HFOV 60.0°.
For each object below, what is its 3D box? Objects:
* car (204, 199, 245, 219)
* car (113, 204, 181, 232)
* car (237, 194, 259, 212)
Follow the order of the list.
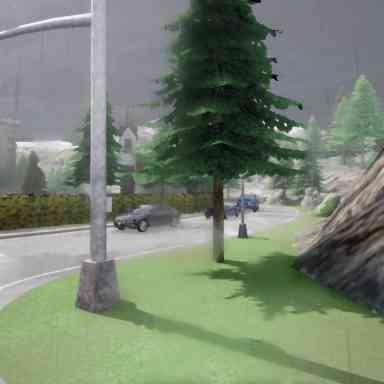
[{"bbox_3d":[2.750,1.601,29.104,1.895,1.301,4.718,0,0,26],"label":"car"},{"bbox_3d":[-2.627,1.505,20.316,1.837,1.490,4.892,0,0,35],"label":"car"},{"bbox_3d":[6.550,1.221,38.782,2.150,2.045,5.566,0,0,16],"label":"car"}]
